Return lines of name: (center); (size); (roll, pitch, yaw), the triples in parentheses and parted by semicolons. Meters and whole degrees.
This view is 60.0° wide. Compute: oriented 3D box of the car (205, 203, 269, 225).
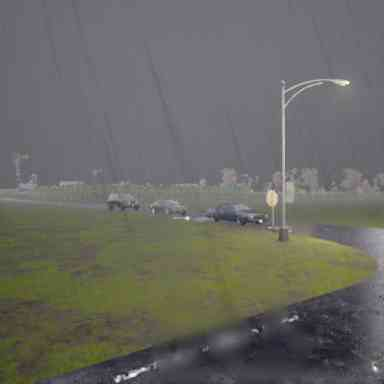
car: (3.116, 1.546, 24.298); (2.033, 1.411, 5.357); (0, 0, -33)

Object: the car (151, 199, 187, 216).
car: (-2.334, 1.500, 32.518); (1.837, 1.490, 4.892); (0, 0, -35)

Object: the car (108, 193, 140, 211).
car: (-8.558, 1.213, 41.198); (2.150, 2.045, 5.566); (0, 0, -37)
